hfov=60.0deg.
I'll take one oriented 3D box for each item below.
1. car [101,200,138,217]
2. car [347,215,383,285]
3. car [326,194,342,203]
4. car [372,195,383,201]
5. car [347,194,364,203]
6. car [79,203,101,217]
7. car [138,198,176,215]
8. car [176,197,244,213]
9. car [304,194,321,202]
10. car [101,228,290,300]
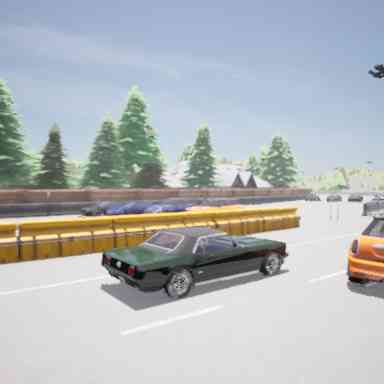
[{"bbox_3d":[-4.547,1.425,26.908,4.674,1.442,1.812,-1,0,-39],"label":"car"},{"bbox_3d":[5.768,1.269,8.083,4.553,1.767,2.097,-1,0,-37],"label":"car"},{"bbox_3d":[24.910,1.078,58.114,2.033,1.411,5.357,0,0,35],"label":"car"},{"bbox_3d":[30.796,1.102,54.358,1.895,1.301,4.718,0,0,35],"label":"car"},{"bbox_3d":[27.502,1.066,55.752,2.033,1.411,5.357,0,0,36],"label":"car"},{"bbox_3d":[-7.066,1.454,29.330,5.357,1.411,2.033,-1,0,-38],"label":"car"},{"bbox_3d":[-1.356,1.237,25.009,4.553,1.767,2.097,-1,0,-39],"label":"car"},{"bbox_3d":[1.555,1.226,22.861,4.553,1.767,2.097,-1,0,-40],"label":"car"},{"bbox_3d":[21.595,1.105,59.566,1.994,1.385,4.181,0,0,36],"label":"car"},{"bbox_3d":[0.313,1.558,8.352,4.718,1.301,1.895,-1,0,-36],"label":"car"}]
